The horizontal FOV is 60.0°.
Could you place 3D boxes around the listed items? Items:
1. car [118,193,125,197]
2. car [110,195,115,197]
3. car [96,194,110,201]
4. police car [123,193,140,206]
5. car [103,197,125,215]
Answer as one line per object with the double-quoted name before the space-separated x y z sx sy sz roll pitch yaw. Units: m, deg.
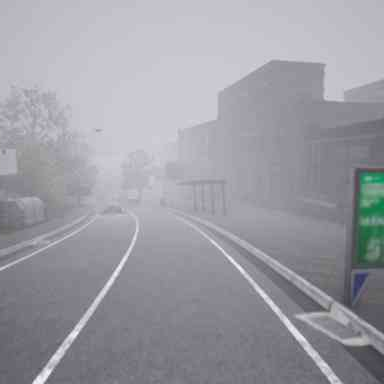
"car" -13.273 1.556 67.450 1.882 1.535 5.008 -2 0 -17
"car" -21.578 1.726 90.920 1.895 1.301 4.718 -2 0 -17
"car" -20.638 1.469 75.796 2.150 2.045 5.566 -2 0 -17
"police car" -10.326 1.459 57.959 1.930 1.638 5.238 -2 0 -17
"car" -8.603 1.612 36.110 1.812 1.442 4.674 -2 0 -15
